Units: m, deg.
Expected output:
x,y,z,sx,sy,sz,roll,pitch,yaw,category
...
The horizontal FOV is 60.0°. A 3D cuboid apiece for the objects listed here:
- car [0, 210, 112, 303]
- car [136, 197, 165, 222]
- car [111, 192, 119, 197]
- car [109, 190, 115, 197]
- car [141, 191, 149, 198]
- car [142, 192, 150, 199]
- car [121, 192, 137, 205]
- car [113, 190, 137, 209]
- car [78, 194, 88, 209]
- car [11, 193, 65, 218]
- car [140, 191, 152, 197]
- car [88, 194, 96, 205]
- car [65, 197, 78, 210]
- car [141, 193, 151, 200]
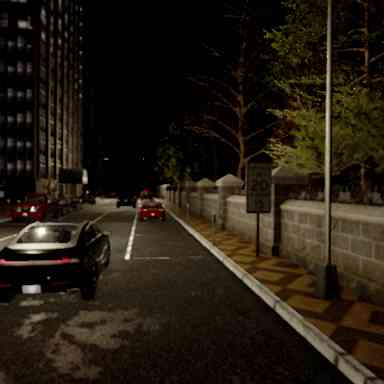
x,y,z,sx,sy,sz,roll,pitch,yaw,category
-3.090,1.415,8.065,2.128,1.511,4.902,0,1,-8,car
-2.909,1.328,24.226,1.887,1.381,4.507,0,1,-8,car
-20.486,0.578,88.663,1.947,1.339,4.313,0,1,-8,car
-19.668,0.389,83.194,2.192,1.841,5.009,0,1,-8,car
-11.875,0.575,84.358,1.967,1.590,4.097,0,1,-8,car
-10.271,0.781,73.594,1.752,1.417,4.829,0,1,-8,car
-9.145,0.854,48.671,2.097,1.767,4.553,0,1,-8,car
-7.643,0.958,38.971,2.097,1.767,4.553,0,1,-8,car
-12.333,1.160,33.996,2.008,1.369,4.403,0,1,-8,car
-10.700,1.038,23.061,2.192,1.841,5.009,0,1,-8,car
-8.613,0.691,62.490,2.192,1.841,5.009,0,1,-8,car
-13.938,1.020,44.761,1.752,1.417,4.829,0,1,-8,car
-11.517,1.217,28.529,2.008,1.369,4.403,0,1,-8,car
-9.431,0.899,67.960,1.802,1.307,4.206,0,1,-8,car
